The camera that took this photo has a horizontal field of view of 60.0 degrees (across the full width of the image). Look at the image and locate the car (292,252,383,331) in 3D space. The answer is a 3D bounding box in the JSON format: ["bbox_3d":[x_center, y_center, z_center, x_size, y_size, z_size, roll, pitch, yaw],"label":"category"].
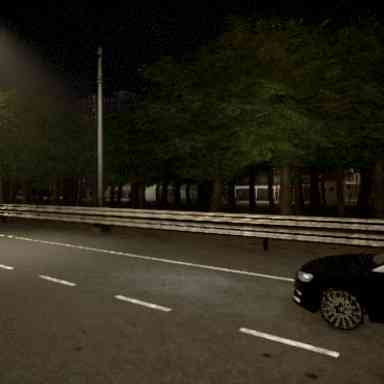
[{"bbox_3d":[4.116,1.492,5.230,4.902,1.511,2.128,0,0,35],"label":"car"}]
